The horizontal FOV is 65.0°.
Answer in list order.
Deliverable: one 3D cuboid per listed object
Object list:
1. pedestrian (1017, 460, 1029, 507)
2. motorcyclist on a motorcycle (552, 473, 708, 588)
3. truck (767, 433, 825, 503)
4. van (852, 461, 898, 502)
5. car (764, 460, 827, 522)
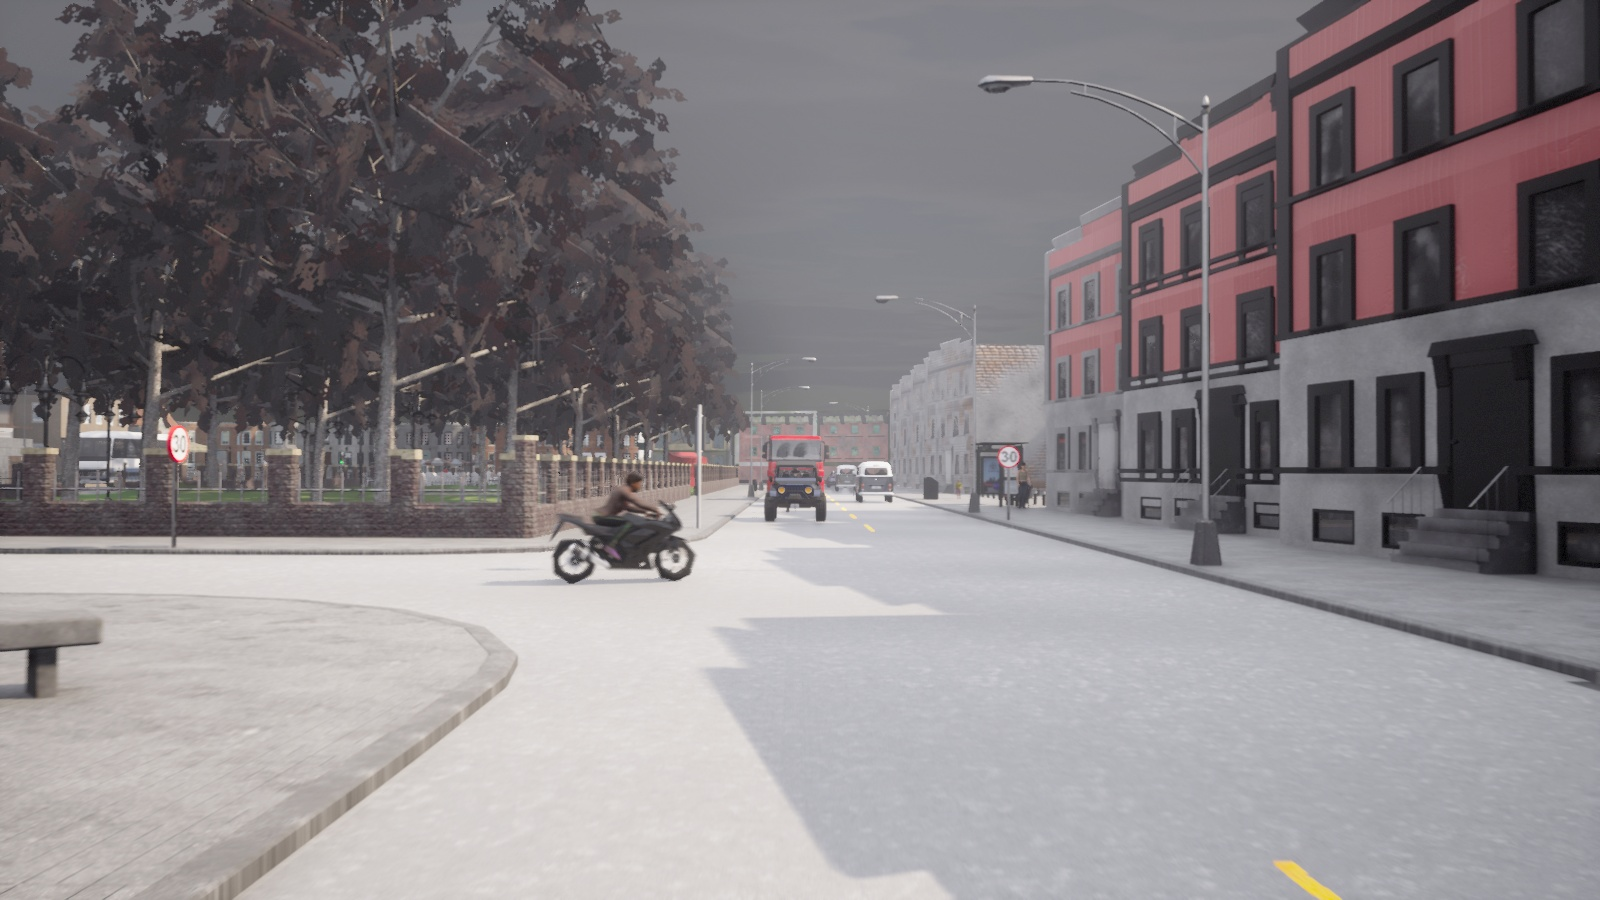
[{"bbox_3d":[8.838,1.322,49.761,0.345,1.836,0.594,0,-1,0],"label":"pedestrian"},{"bbox_3d":[-2.375,1.098,17.442,2.044,1.523,0.797,0,-3,-16],"label":"motorcyclist on a motorcycle"},{"bbox_3d":[-0.222,0.946,66.415,2.891,3.462,7.936,0,-1,0],"label":"truck"},{"bbox_3d":[3.787,1.602,64.459,2.069,2.038,4.480,0,-1,0],"label":"van"},{"bbox_3d":[-0.123,1.283,40.124,1.905,1.878,3.866,0,-1,0],"label":"car"}]
